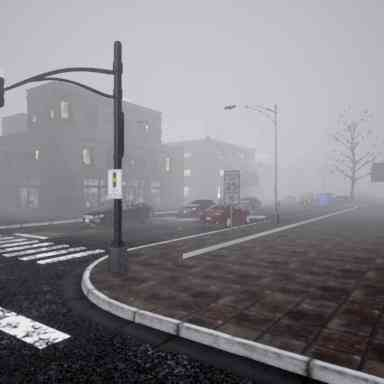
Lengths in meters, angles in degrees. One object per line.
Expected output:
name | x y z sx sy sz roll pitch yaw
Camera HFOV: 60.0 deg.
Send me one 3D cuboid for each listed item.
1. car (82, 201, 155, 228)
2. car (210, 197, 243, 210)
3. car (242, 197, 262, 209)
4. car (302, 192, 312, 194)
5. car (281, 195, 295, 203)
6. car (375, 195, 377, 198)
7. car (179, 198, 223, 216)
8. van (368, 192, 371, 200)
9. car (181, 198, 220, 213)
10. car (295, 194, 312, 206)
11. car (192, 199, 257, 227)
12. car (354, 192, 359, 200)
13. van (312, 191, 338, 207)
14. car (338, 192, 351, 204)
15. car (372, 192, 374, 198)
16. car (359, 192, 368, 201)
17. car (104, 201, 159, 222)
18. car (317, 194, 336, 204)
car | -4.743 1.384 21.491 2.128 1.511 4.902 0 0 35
car | 4.076 1.332 38.822 1.947 1.339 4.313 0 1 35
car | 6.324 1.287 37.516 1.812 1.442 4.674 0 0 35
car | 22.909 0.861 66.109 2.192 1.841 5.009 0 1 35
car | 16.631 1.200 57.014 1.802 1.307 4.206 0 1 35
car | 45.500 0.798 84.091 1.967 1.590 4.097 0 1 35
car | 0.760 1.353 29.459 1.812 1.442 4.674 0 0 35
van | 36.084 0.804 70.446 1.690 1.788 3.998 0 1 35
car | 0.938 1.354 34.274 2.008 1.369 4.403 0 1 35
car | 16.385 1.269 46.475 1.895 1.301 4.718 0 0 35
car | 2.233 1.402 21.395 1.887 1.381 4.507 0 1 35
car | 26.668 1.115 56.803 1.887 1.381 4.507 0 1 35
van | 17.252 1.021 43.157 1.690 1.788 3.998 0 1 35
car | 23.529 1.172 52.255 1.947 1.339 4.313 0 1 35
car | 39.222 0.972 74.995 1.887 1.381 4.507 0 1 35
car | 32.945 0.938 65.899 1.967 1.590 4.097 0 1 35
car | -4.664 1.452 26.156 1.802 1.307 4.206 0 1 35
car | 22.209 1.078 54.929 1.882 1.535 5.008 0 0 34
